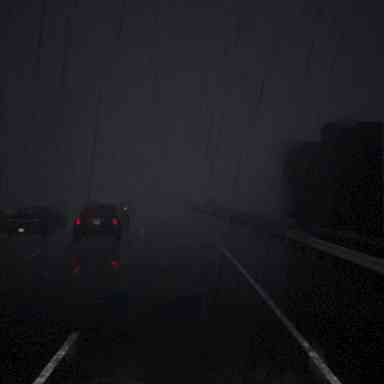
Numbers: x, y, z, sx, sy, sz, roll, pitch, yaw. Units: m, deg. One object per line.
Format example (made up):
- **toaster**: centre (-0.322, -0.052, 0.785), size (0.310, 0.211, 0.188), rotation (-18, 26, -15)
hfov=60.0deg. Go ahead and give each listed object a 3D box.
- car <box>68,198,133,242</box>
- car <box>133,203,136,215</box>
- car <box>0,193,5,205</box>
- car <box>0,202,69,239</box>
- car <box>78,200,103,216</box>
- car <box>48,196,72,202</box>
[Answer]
- **car**: centre (-4.351, 1.361, 16.599), size (2.097, 1.767, 4.553), rotation (0, 0, -5)
- **car**: centre (-6.829, 1.581, 34.224), size (1.994, 1.385, 4.181), rotation (0, 0, -10)
- **car**: centre (-37.047, 1.265, 62.940), size (2.150, 2.045, 5.566), rotation (0, 0, -22)
- **car**: centre (-7.931, 1.504, 17.427), size (2.128, 1.511, 4.902), rotation (0, 0, -5)
- **car**: centre (-10.361, 1.584, 34.095), size (1.994, 1.385, 4.181), rotation (0, 0, -10)
- **car**: centre (-14.027, 1.501, 34.669), size (1.882, 1.535, 5.008), rotation (0, 0, -11)
